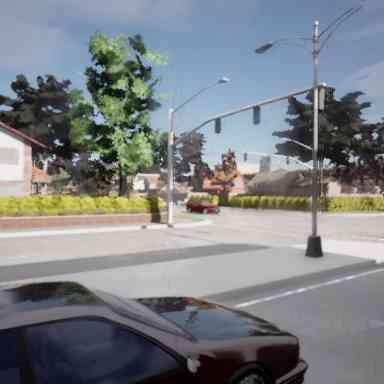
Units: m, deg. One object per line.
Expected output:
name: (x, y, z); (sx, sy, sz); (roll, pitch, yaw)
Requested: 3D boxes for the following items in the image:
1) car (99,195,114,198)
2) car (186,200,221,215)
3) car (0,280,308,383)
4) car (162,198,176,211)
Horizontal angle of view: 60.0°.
car: (-16.346, 1.533, 63.487); (2.150, 2.045, 5.566); (1, -1, -35)
car: (1.288, 1.782, 39.079); (1.882, 1.535, 5.008); (1, -1, -36)
car: (-1.358, 1.554, 2.777); (5.357, 1.411, 2.033); (1, -1, -35)
car: (-4.117, 1.658, 46.529); (2.097, 1.767, 4.553); (1, -1, -36)
